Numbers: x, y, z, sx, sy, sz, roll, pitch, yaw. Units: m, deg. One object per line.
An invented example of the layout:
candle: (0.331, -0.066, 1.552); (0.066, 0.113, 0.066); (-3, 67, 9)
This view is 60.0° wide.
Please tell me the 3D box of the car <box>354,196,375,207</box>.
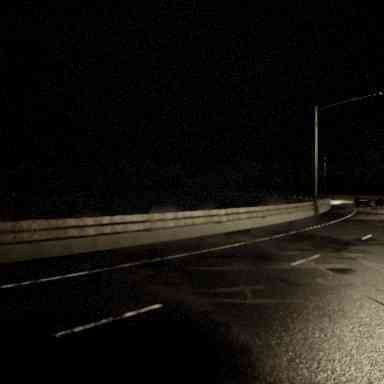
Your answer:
car: (26.148, 1.413, 51.249); (2.128, 1.511, 4.902); (0, 0, 19)

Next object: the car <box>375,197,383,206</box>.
car: (30.208, 1.485, 52.392); (1.994, 1.385, 4.181); (0, 0, 18)
